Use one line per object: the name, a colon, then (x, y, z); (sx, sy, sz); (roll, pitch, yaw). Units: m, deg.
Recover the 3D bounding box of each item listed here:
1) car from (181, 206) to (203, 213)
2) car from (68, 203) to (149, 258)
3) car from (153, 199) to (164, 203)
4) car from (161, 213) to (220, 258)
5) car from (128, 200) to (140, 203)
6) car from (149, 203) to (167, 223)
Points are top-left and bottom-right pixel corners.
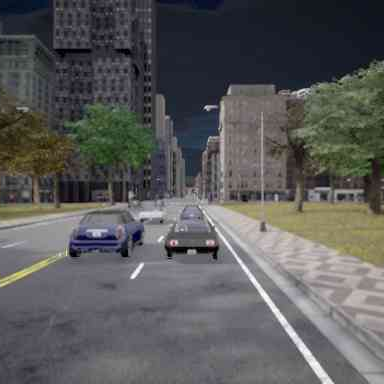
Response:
car: (0.026, 1.855, 28.503); (1.994, 1.385, 4.181); (0, -1, 1)
car: (-3.226, 1.485, 13.450); (2.097, 1.767, 4.553); (0, -1, 0)
car: (-6.504, 2.194, 65.058); (2.128, 1.511, 4.902); (0, -1, 1)
car: (0.020, 1.733, 13.269); (1.895, 1.301, 4.718); (0, -1, 0)
car: (-9.808, 2.128, 56.974); (1.812, 1.442, 4.674); (0, -1, 0)
car: (-3.227, 1.889, 28.270); (1.895, 1.301, 4.718); (0, -1, 0)
